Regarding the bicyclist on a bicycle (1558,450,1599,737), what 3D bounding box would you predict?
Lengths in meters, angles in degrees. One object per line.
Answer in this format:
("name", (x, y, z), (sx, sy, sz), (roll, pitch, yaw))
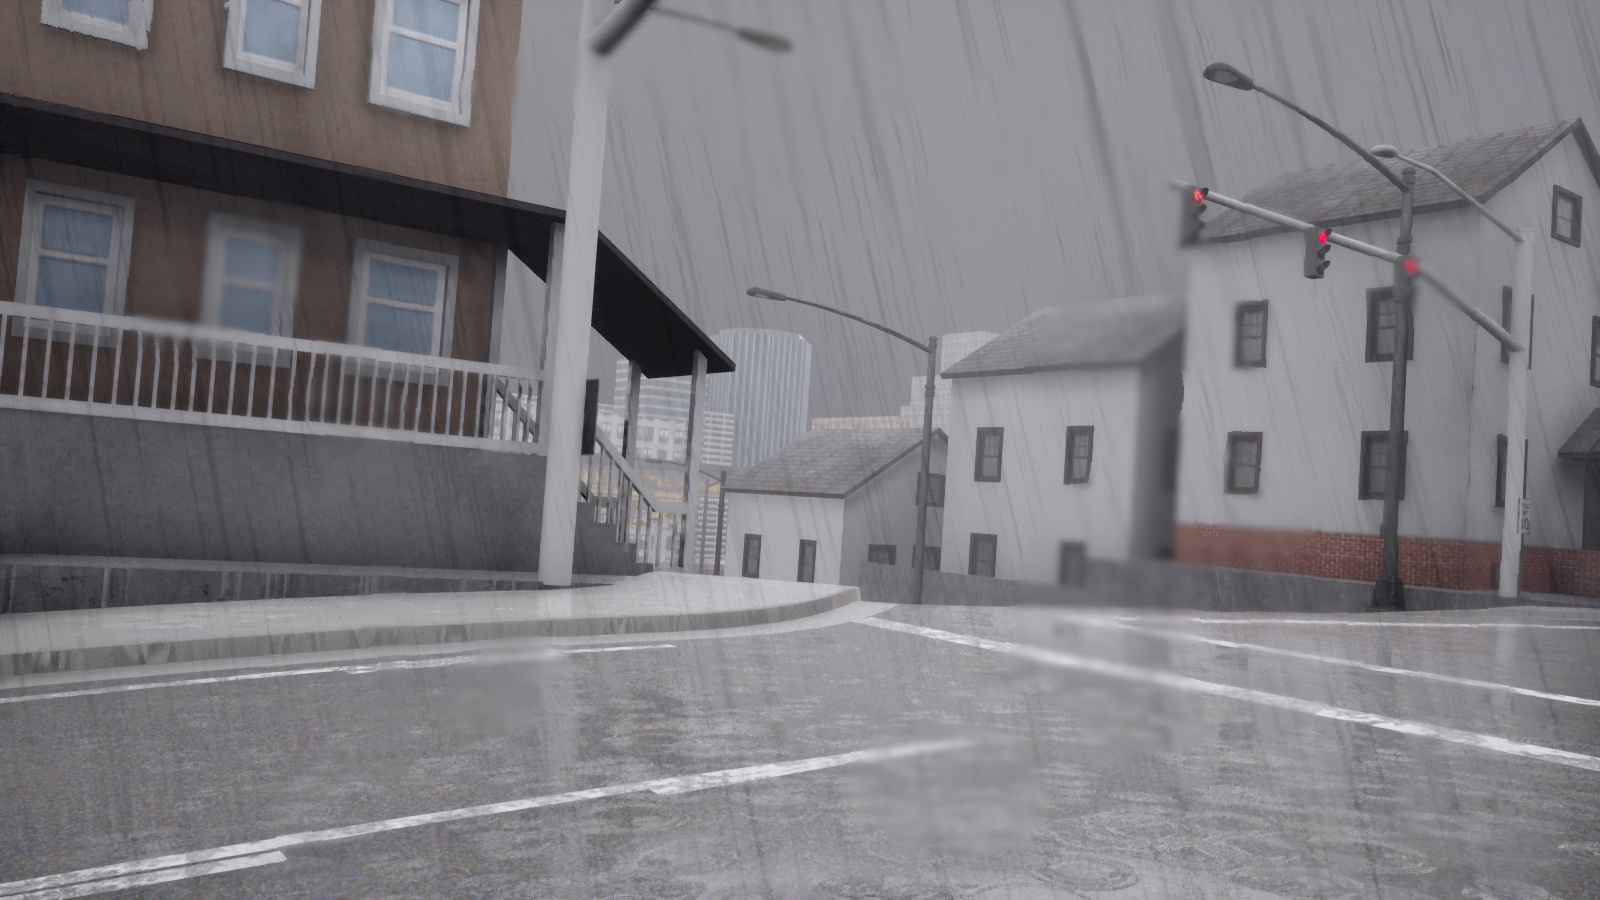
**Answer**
("bicyclist on a bicycle", (5.274, 0.862, 7.323), (1.509, 1.612, 0.866), (5, -3, -35))
